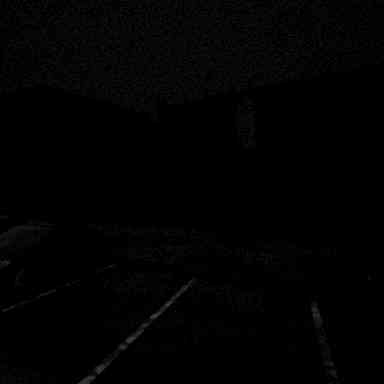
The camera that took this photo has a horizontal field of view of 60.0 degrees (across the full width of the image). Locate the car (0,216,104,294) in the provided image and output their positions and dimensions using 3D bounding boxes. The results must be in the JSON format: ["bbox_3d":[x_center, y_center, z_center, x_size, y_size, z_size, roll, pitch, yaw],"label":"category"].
[{"bbox_3d":[-4.129,1.524,9.042,2.002,1.452,4.674,1,-1,16],"label":"car"}]

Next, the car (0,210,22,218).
[{"bbox_3d":[-6.578,1.513,10.761,2.163,1.488,4.792,1,-1,16],"label":"car"}]

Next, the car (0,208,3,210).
[{"bbox_3d":[-8.996,1.360,12.571,2.185,1.767,4.553,1,-1,16],"label":"car"}]

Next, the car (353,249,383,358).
[{"bbox_3d":[3.197,1.488,3.813,2.231,1.521,4.892,1,-1,16],"label":"car"}]
